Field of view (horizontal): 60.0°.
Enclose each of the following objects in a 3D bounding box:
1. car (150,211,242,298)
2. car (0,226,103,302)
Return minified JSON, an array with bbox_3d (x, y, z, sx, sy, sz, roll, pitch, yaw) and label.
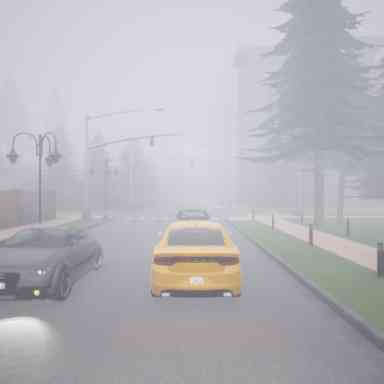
[{"bbox_3d":[0.082,1.478,8.596,1.882,1.535,5.008,0,0,0],"label":"car"},{"bbox_3d":[-3.613,1.564,8.187,1.994,1.385,4.181,0,0,0],"label":"car"}]
